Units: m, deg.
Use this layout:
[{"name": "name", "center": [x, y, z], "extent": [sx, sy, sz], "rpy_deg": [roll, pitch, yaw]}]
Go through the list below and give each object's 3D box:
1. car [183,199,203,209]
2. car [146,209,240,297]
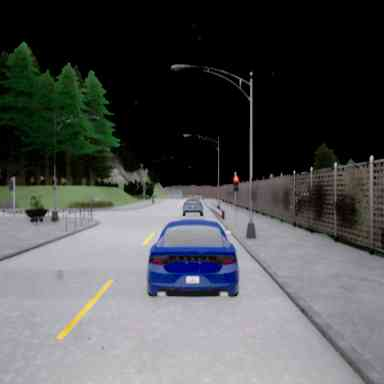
[{"name": "car", "center": [0.082, 1.393, 31.316], "extent": [2.033, 1.411, 5.357], "rpy_deg": [0, 0, 0]}, {"name": "car", "center": [0.034, 1.435, 8.517], "extent": [1.882, 1.535, 5.008], "rpy_deg": [0, 0, 0]}]
